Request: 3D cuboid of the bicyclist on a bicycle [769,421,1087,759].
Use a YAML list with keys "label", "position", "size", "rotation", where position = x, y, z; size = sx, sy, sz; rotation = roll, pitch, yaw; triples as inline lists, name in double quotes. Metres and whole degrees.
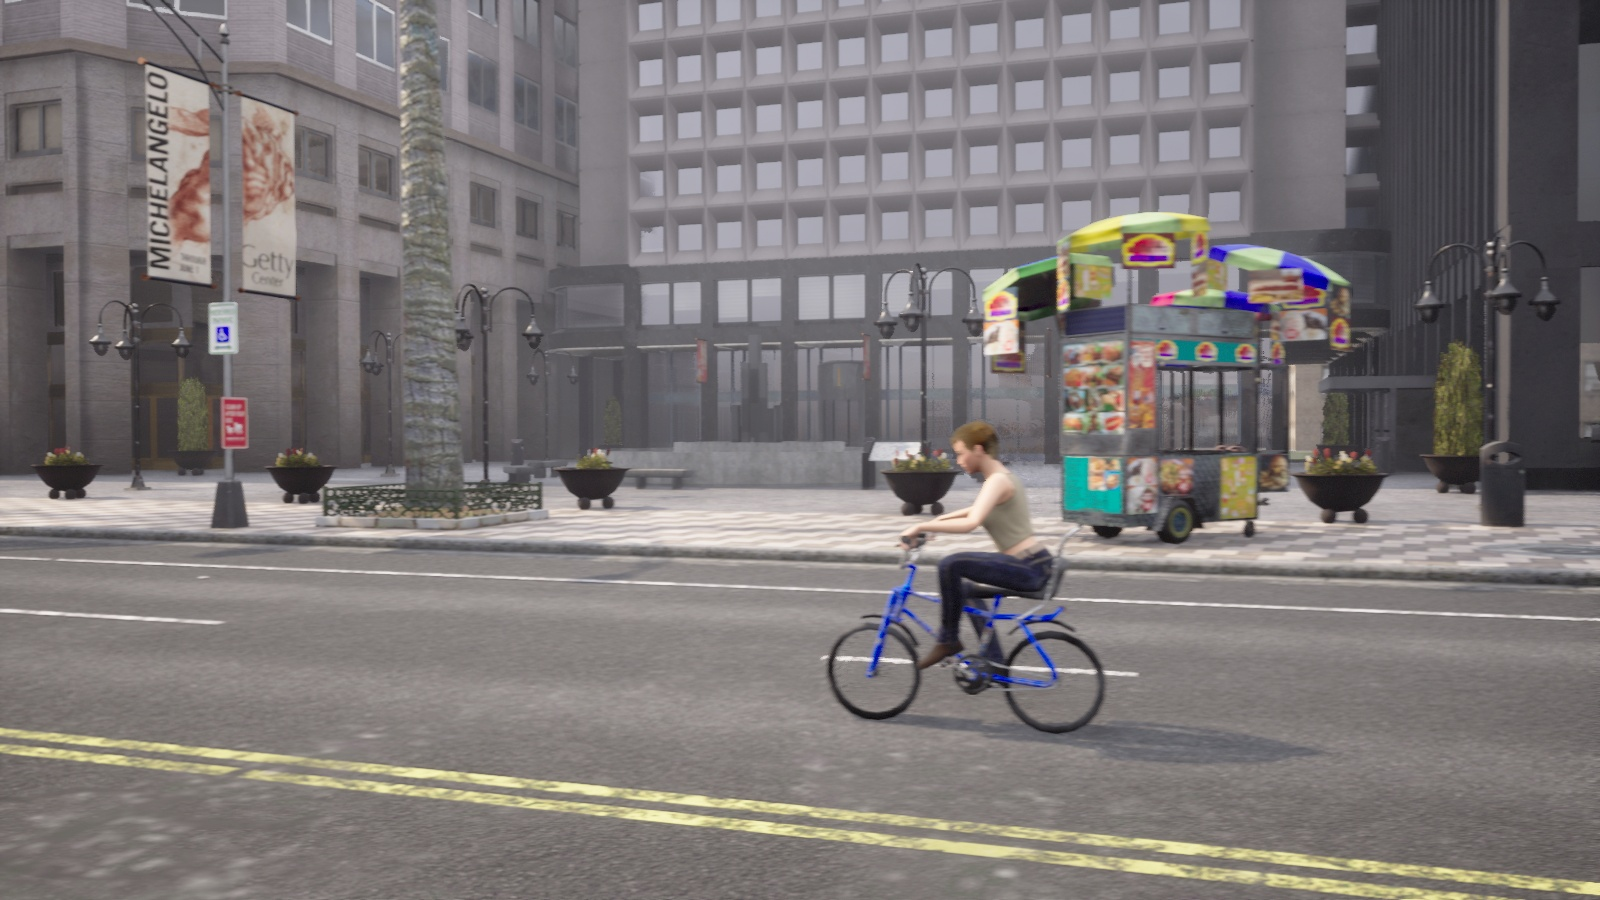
- label: "bicyclist on a bicycle"
  position: [0.695, 0.659, 6.645]
  size: [1.509, 1.612, 0.866]
  rotation: [1, 1, 19]
